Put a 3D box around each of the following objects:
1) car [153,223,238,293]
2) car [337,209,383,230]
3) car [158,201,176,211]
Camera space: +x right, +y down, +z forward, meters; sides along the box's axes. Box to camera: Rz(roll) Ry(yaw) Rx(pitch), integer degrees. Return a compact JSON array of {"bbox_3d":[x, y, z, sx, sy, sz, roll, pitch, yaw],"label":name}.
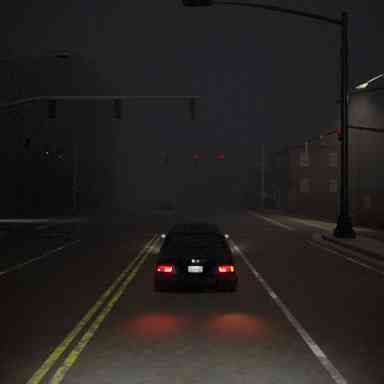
[{"bbox_3d":[0.083,1.547,8.988,2.033,1.411,5.357,0,0,0],"label":"car"},{"bbox_3d":[15.397,2.335,29.420,4.553,1.767,2.097,8,0,1],"label":"car"},{"bbox_3d":[-3.538,2.008,45.961,1.812,1.442,4.674,0,-4,0],"label":"car"}]
